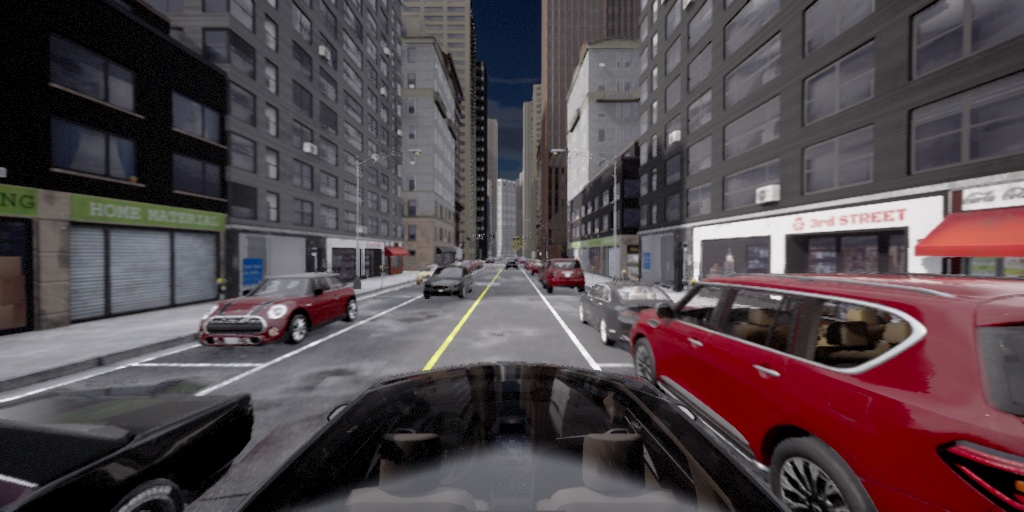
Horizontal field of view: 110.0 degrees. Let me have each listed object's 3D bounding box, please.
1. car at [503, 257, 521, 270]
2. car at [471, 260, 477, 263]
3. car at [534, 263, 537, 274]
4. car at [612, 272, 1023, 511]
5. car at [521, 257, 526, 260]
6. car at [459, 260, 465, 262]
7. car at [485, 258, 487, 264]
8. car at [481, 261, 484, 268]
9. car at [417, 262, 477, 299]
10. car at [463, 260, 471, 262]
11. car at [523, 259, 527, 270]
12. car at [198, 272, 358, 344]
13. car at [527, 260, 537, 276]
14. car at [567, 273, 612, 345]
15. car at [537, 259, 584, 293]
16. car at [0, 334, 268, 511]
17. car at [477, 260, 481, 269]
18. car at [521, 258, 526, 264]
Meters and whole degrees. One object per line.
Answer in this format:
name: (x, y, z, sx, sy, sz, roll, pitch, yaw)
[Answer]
car: (-0.022, 1.257, 52.585, 1.837, 1.490, 4.892, 0, 0, 0)
car: (-5.690, 1.187, 43.153, 1.967, 1.591, 4.097, 0, 0, 0)
car: (2.845, 1.328, 26.217, 1.802, 1.307, 4.207, 0, 0, 0)
car: (2.856, 1.064, 3.619, 2.192, 1.841, 5.009, 0, 0, 0)
car: (2.828, 1.336, 60.113, 1.802, 1.307, 4.207, 0, 0, 0)
car: (-5.684, 1.311, 31.856, 1.948, 1.339, 4.313, 0, 0, 0)
car: (-5.698, 1.335, 60.101, 1.802, 1.307, 4.207, 0, 0, 0)
car: (-5.695, 1.295, 54.451, 1.888, 1.381, 4.507, 0, 0, 0)
car: (-3.074, 1.251, 17.996, 1.837, 1.490, 4.892, 0, 0, 1)
car: (-5.687, 1.271, 37.335, 1.751, 1.417, 4.829, 0, 0, 0)
car: (2.833, 1.331, 48.815, 1.802, 1.307, 4.207, 0, 0, 0)
car: (-5.673, 1.188, 9.260, 1.967, 1.591, 4.097, 0, 0, 0)
car: (2.839, 1.292, 37.516, 1.888, 1.381, 4.507, 0, 0, 0)
car: (2.853, 1.299, 9.268, 2.007, 1.370, 4.403, 0, 0, 0)
car: (2.847, 1.062, 20.570, 2.192, 1.841, 5.009, 0, 0, 0)
car: (-3.086, 1.351, 0.739, 1.895, 1.301, 4.718, 0, 0, 0)
car: (-5.693, 1.330, 48.802, 1.802, 1.307, 4.207, 0, 0, 0)
car: (2.830, 1.317, 54.464, 1.948, 1.339, 4.313, 0, 0, 0)
